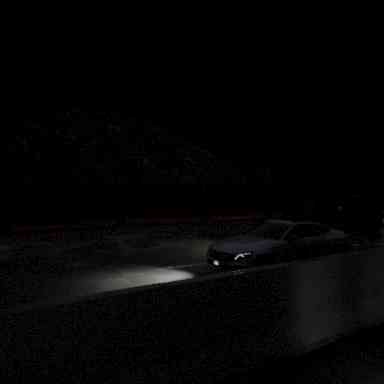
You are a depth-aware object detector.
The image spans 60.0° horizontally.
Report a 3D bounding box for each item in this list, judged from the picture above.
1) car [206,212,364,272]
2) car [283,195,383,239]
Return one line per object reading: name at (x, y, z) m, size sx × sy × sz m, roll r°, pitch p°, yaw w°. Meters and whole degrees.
car at (2.613, 1.504, 9.572) m, size 4.674 × 1.442 × 1.812 m, roll 0°, pitch 0°, yaw -31°
car at (6.689, 1.190, 15.902) m, size 5.566 × 2.045 × 2.150 m, roll 0°, pitch 0°, yaw -28°
